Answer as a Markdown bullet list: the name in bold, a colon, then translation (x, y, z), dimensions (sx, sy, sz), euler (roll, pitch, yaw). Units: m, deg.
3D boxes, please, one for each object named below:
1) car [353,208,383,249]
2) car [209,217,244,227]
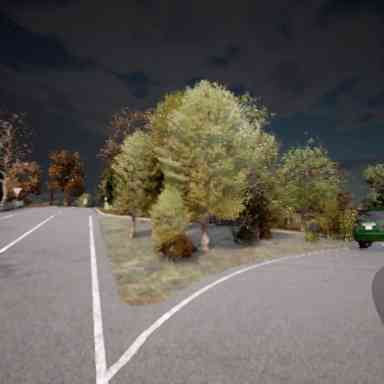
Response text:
- **car**: translation (10.652, 1.873, 17.299), dimensions (5.566, 2.045, 2.150), euler (2, -7, -33)
- **car**: translation (3.654, 2.172, 26.629), dimensions (4.674, 1.442, 1.812), euler (3, -6, 21)
